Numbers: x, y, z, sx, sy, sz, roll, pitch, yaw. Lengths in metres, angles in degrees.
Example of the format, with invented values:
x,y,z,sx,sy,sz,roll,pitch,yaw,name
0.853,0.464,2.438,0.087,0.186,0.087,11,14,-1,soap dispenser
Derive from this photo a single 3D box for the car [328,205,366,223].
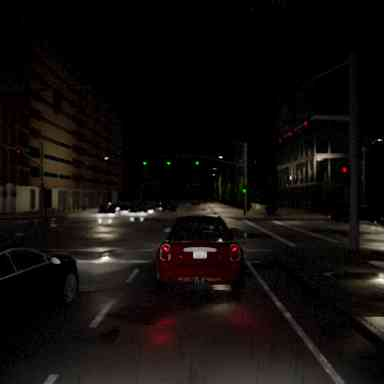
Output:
x,y,z,sx,sy,sz,roll,pitch,yaw,name
14.284,1.883,28.586,4.902,1.511,2.128,0,-1,1,car

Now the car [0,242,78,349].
x,y,z,sx,sy,sz,roll,pitch,yaw,name
-3.387,1.554,5.298,2.128,1.511,4.902,0,-1,1,car

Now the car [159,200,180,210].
x,y,z,sx,sy,sz,roll,pitch,yaw,name
-3.216,2.124,48.506,1.994,1.385,4.181,0,-1,1,car

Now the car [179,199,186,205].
x,y,z,sx,sy,sz,roll,pitch,yaw,name
-2.568,2.488,82.166,2.033,1.411,5.357,0,-1,1,car

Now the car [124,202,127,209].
x,y,z,sx,sy,sz,roll,pitch,yaw,name
-10.357,2.191,51.333,1.895,1.301,4.718,0,-1,1,car

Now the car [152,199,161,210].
x,y,z,sx,sy,sz,roll,pitch,yaw,name
-6.806,2.107,53.444,2.128,1.511,4.902,0,-1,1,car

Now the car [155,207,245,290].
x,y,z,sx,sy,sz,roll,pitch,yaw,name
0.239,1.464,9.599,2.097,1.767,4.553,0,-1,2,car

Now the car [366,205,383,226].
x,y,z,sx,sy,sz,roll,pitch,yaw,name
16.496,1.899,25.054,5.357,1.411,2.033,0,-1,1,car

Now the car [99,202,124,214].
x,y,z,sx,sy,sz,roll,pitch,yaw,name
-10.483,2.052,42.532,1.994,1.385,4.181,0,-1,1,car

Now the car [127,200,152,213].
x,y,z,sx,sy,sz,roll,pitch,yaw,name
-6.967,2.077,44.552,1.994,1.385,4.181,0,-1,1,car

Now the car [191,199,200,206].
x,y,z,sx,sy,sz,roll,pitch,yaw,name
0.711,2.314,72.297,1.882,1.535,5.008,0,-1,1,car

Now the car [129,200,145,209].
x,y,z,sx,sy,sz,roll,pitch,yaw,name
-10.091,2.198,61.428,2.128,1.511,4.902,0,-1,2,car

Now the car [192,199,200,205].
x,y,z,sx,sy,sz,roll,pitch,yaw,name
0.939,2.431,82.453,1.882,1.535,5.008,0,-1,1,car
